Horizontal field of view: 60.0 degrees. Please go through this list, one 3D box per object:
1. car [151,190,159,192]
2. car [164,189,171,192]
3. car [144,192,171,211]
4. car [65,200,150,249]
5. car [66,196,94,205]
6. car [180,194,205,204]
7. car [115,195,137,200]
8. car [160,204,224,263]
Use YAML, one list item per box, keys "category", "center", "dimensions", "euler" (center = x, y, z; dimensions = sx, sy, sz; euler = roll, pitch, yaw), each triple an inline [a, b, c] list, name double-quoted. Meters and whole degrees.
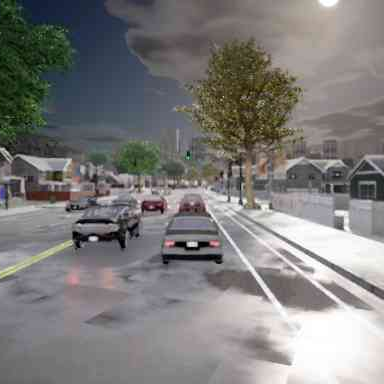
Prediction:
- category: "car"
  center: [-9.782, 0.144, 87.933]
  dimensions: [1.895, 1.301, 4.718]
  euler: [0, 1, 0]
- category: "car"
  center: [-6.531, 0.074, 87.963]
  dimensions: [2.128, 1.511, 4.902]
  euler: [0, 1, 0]
- category: "car"
  center: [-3.209, 1.019, 29.015]
  dimensions: [1.882, 1.535, 5.008]
  euler: [0, 1, 1]
- category: "car"
  center: [-3.211, 1.281, 13.318]
  dimensions: [2.128, 1.511, 4.902]
  euler: [0, 1, 0]
- category: "car"
  center: [-9.805, 1.093, 29.858]
  dimensions: [1.994, 1.385, 4.181]
  euler: [0, 1, 1]
- category: "car"
  center: [0.034, 0.907, 28.142]
  dimensions: [2.097, 1.767, 4.553]
  euler: [0, 1, 0]
- category: "car"
  center: [-6.531, 1.037, 32.318]
  dimensions: [2.033, 1.411, 5.357]
  euler: [0, 1, 0]
- category: "car"
  center: [0.021, 1.371, 11.152]
  dimensions: [2.033, 1.411, 5.357]
  euler: [0, 1, 0]
